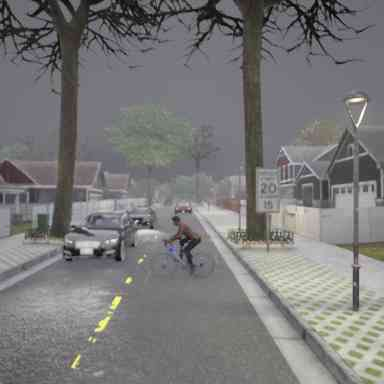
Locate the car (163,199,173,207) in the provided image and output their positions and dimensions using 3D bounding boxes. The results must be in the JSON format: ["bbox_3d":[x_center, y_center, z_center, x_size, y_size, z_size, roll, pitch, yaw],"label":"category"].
[{"bbox_3d":[-4.640,2.091,65.808,1.837,1.490,4.892,0,-1,-1],"label":"car"}]

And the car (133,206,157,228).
[{"bbox_3d":[-3.450,1.638,22.381,1.994,1.385,4.181,0,0,-1],"label":"car"}]

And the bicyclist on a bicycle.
[{"bbox_3d":[-0.247,1.439,8.624,1.656,1.620,0.582,0,0,-2],"label":"bicyclist on a bicycle"}]

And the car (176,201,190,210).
[{"bbox_3d":[-1.311,1.918,48.229,1.895,1.301,4.718,0,-1,-1],"label":"car"}]

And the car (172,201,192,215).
[{"bbox_3d":[-0.957,1.794,36.974,1.895,1.301,4.718,0,0,-1],"label":"car"}]

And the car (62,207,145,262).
[{"bbox_3d":[-3.175,1.506,12.264,2.128,1.511,4.902,0,0,-2],"label":"car"}]
